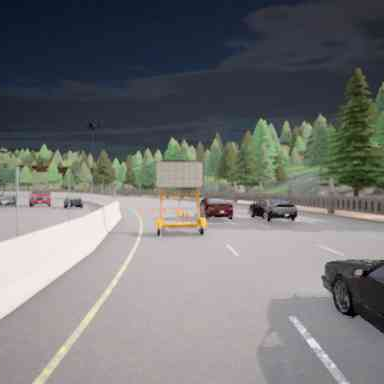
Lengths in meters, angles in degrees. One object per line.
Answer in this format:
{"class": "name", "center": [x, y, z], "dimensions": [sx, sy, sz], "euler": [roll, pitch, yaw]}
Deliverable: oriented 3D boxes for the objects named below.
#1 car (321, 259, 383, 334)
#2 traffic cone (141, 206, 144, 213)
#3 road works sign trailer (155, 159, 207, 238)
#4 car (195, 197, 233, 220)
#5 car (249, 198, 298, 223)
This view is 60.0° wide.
{"class": "car", "center": [3.549, 1.483, 4.194], "dimensions": [2.033, 1.411, 5.357], "euler": [0, 1, -1]}
{"class": "traffic cone", "center": [-4.310, 1.526, 28.878], "dimensions": [0.340, 0.580, 0.340], "euler": [0, 1, -10]}
{"class": "road works sign trailer", "center": [-0.632, 0.221, 16.297], "dimensions": [2.380, 3.560, 2.880], "euler": [0, 1, -10]}
{"class": "car", "center": [1.499, 1.118, 24.104], "dimensions": [1.882, 1.535, 5.008], "euler": [0, 1, -11]}
{"class": "car", "center": [5.338, 1.156, 22.490], "dimensions": [2.128, 1.511, 4.902], "euler": [0, 1, -9]}
